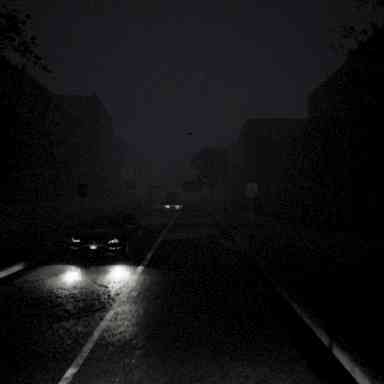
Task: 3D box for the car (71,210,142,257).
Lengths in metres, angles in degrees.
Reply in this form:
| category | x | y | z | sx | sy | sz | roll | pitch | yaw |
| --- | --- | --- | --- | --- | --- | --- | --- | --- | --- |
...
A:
| category | x | y | z | sx | sy | sz | roll | pitch | yaw |
| --- | --- | --- | --- | --- | --- | --- | --- | --- | --- |
| car | -3.099 | 1.485 | 12.864 | 1.837 | 1.490 | 4.892 | 0 | 0 | 0 |

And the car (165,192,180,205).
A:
| category | x | y | z | sx | sy | sz | roll | pitch | yaw |
| --- | --- | --- | --- | --- | --- | --- | --- | --- | --- |
| car | -3.149 | 1.098 | 55.308 | 2.150 | 2.045 | 5.566 | 0 | 1 | 0 |

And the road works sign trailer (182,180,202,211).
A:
| category | x | y | z | sx | sy | sz | roll | pitch | yaw |
| --- | --- | --- | --- | --- | --- | --- | --- | --- | --- |
| road works sign trailer | 0.006 | 0.404 | 39.600 | 2.380 | 3.560 | 2.880 | 0 | 0 | 0 |
